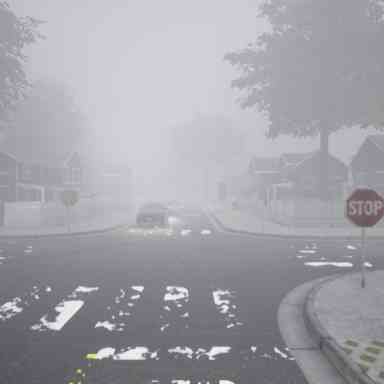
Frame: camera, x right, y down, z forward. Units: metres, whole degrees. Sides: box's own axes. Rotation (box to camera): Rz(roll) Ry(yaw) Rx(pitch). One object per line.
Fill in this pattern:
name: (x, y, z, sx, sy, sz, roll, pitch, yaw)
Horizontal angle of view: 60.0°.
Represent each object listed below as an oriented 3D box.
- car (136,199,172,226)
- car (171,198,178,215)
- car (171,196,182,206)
car: (-2.733, 1.471, 23.753, 1.882, 1.535, 5.008, 0, 0, 0)
car: (-2.716, 1.590, 33.292, 1.895, 1.301, 4.718, 0, 0, 0)
car: (-2.698, 1.487, 54.106, 1.837, 1.490, 4.892, 0, 0, 0)
